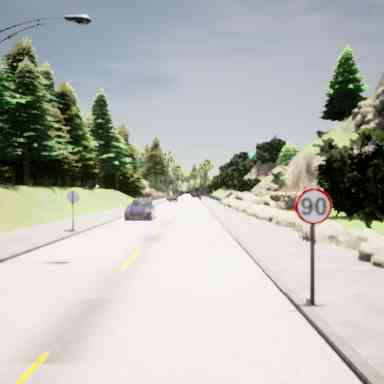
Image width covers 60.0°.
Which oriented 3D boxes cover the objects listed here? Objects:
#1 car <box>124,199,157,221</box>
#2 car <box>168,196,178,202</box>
[{"bbox_3d":[-4.102,1.352,26.821,2.097,1.767,4.553,0,0,0],"label":"car"},{"bbox_3d":[-4.004,1.512,71.375,1.994,1.385,4.181,0,0,0],"label":"car"}]
